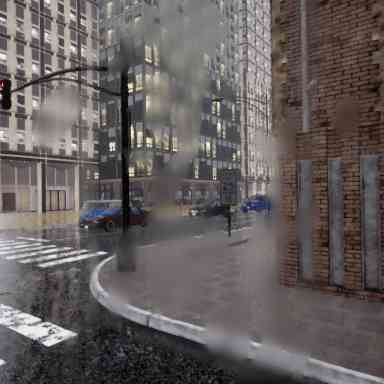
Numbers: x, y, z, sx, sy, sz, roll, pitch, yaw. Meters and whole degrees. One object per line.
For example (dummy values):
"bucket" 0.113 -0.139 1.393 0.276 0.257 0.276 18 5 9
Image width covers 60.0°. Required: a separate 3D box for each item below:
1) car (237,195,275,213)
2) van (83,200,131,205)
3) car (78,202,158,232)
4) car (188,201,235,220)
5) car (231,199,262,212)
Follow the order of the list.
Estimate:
"car" 7.688 1.329 38.121 2.150 2.045 5.566 -1 -1 36
"van" -6.000 1.460 23.471 1.690 1.788 3.998 -2 -1 36
"car" -4.482 1.614 21.136 2.033 1.411 5.357 -1 -1 36
"car" 1.598 1.578 29.626 2.128 1.511 4.902 -1 -1 36
"car" 6.830 1.689 41.384 1.752 1.417 4.829 -2 -1 36
